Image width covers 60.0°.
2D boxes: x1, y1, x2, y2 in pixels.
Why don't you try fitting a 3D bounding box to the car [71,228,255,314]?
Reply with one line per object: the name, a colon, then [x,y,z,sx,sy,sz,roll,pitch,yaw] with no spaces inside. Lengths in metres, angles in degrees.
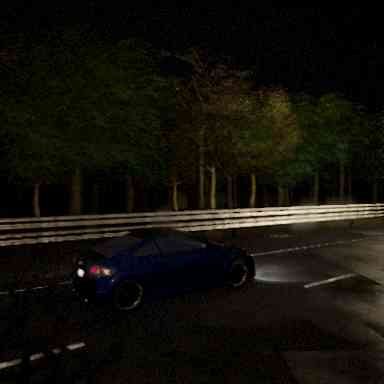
car: [-0.538,1.536,7.641,4.181,1.385,1.994,0,1,-35]
